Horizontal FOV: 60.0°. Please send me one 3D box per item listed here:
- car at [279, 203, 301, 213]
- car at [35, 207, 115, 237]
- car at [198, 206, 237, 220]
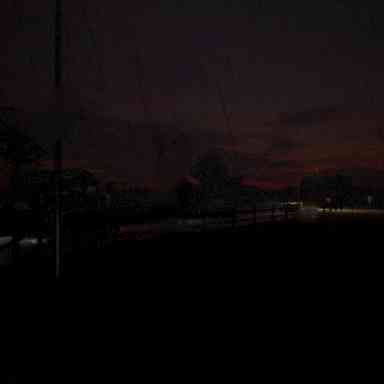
[{"bbox_3d":[14.542,2.362,49.333,1.895,1.301,4.718,0,-1,35],"label":"car"},{"bbox_3d":[-6.611,1.693,19.495,1.837,1.490,4.892,0,0,36],"label":"car"},{"bbox_3d":[2.535,2.005,32.427,1.895,1.301,4.718,0,-1,35],"label":"car"}]
